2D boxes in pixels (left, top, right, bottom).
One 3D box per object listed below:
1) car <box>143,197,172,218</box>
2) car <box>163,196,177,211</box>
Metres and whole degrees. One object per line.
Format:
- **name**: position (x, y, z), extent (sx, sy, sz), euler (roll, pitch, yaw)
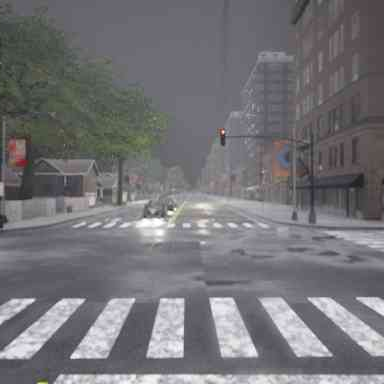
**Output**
- **car**: position (-3.295, 1.474, 30.480), extent (2.128, 1.511, 4.902), euler (0, 0, 0)
- **car**: position (-3.276, 1.332, 40.215), extent (2.097, 1.767, 4.553), euler (0, 0, 0)
